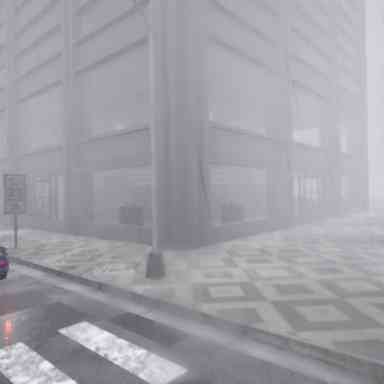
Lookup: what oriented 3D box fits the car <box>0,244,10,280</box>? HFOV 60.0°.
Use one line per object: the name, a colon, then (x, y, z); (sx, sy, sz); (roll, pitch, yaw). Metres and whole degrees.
car: (-6.642, 1.670, 9.201); (4.674, 1.442, 1.812); (-1, 0, 42)
